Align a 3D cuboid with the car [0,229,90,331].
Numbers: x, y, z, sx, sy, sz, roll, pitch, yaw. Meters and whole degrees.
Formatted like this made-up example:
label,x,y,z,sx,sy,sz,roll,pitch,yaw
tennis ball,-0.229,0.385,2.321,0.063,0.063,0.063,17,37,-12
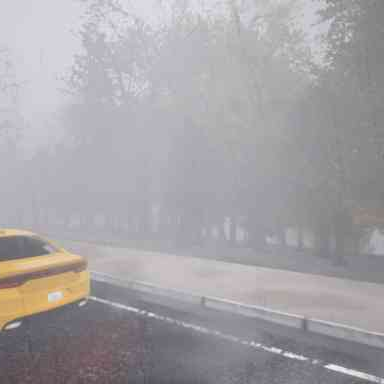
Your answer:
label,x,y,z,sx,sy,sz,roll,pitch,yaw
car,-4.153,1.476,6.622,5.008,1.535,1.882,0,0,35
